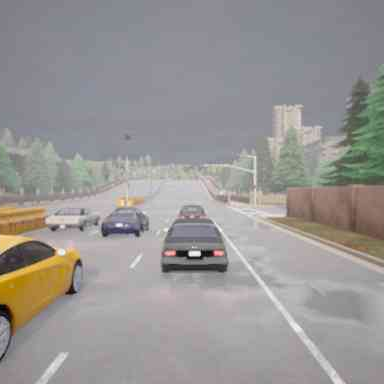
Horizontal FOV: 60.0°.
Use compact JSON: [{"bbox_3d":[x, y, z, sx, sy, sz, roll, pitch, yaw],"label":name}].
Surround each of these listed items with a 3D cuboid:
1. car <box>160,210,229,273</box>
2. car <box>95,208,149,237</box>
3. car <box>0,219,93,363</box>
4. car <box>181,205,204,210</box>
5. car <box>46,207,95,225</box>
[{"bbox_3d":[0.052,1.536,10.560,2.033,1.411,5.357,0,0,0],"label":"car"},{"bbox_3d":[-3.489,1.545,17.962,1.994,1.385,4.181,0,0,0],"label":"car"},{"bbox_3d":[-3.425,1.472,5.691,1.882,1.535,5.008,0,0,0],"label":"car"},{"bbox_3d":[0.022,1.524,21.494,2.033,1.411,5.357,0,0,0],"label":"car"},{"bbox_3d":[-6.995,1.579,20.177,1.895,1.301,4.718,0,0,0],"label":"car"}]
